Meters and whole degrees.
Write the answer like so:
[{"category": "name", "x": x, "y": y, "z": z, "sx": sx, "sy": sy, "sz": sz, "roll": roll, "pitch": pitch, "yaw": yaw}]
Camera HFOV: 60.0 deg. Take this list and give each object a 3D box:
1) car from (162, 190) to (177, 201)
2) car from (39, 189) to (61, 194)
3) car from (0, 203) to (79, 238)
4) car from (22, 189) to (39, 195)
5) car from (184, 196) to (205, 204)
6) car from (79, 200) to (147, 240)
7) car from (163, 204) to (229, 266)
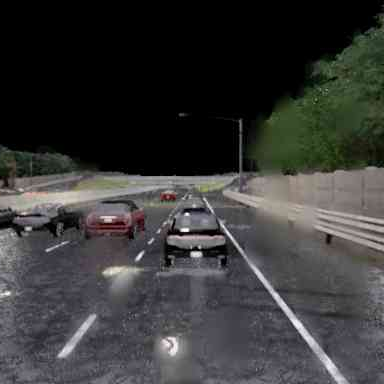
[{"category": "car", "x": -3.241, "y": 0.513, "z": 47.814, "sx": 1.882, "sy": 1.535, "sz": 5.008, "roll": 0, "pitch": 1, "yaw": 1}, {"category": "car", "x": -20.743, "y": 0.539, "z": 50.183, "sx": 1.994, "sy": 1.385, "sz": 4.181, "roll": 0, "pitch": 1, "yaw": 1}, {"category": "car", "x": -6.861, "y": 1.288, "z": 16.384, "sx": 2.128, "sy": 1.511, "sz": 4.902, "roll": 0, "pitch": 1, "yaw": 0}, {"category": "car", "x": -24.221, "y": 0.299, "z": 51.197, "sx": 2.097, "sy": 1.767, "sz": 4.553, "roll": 0, "pitch": 2, "yaw": 1}, {"category": "car", "x": 0.207, "y": 1.066, "z": 29.665, "sx": 1.994, "sy": 1.385, "sz": 4.181, "roll": 0, "pitch": 1, "yaw": 0}, {"category": "car", "x": -3.465, "y": 1.160, "z": 15.910, "sx": 2.097, "sy": 1.767, "sz": 4.553, "roll": 0, "pitch": 1, "yaw": 0}, {"category": "car", "x": 0.120, "y": 1.375, "z": 11.054, "sx": 2.128, "sy": 1.511, "sz": 4.902, "roll": 0, "pitch": 1, "yaw": 0}]
